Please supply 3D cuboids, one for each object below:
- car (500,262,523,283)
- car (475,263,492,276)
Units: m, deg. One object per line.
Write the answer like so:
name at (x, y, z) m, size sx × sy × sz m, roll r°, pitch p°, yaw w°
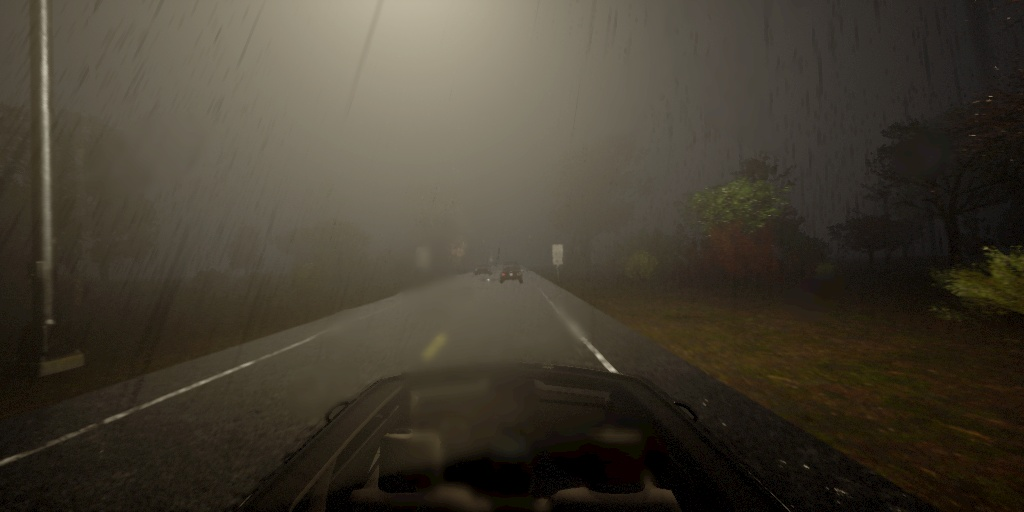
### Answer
car at (-0.057, 1.471, 30.164) m, size 2.033 × 1.411 × 5.357 m, roll -1°, pitch 0°, yaw 0°
car at (-3.597, 1.643, 45.304) m, size 1.882 × 1.535 × 5.008 m, roll -1°, pitch 0°, yaw 0°
